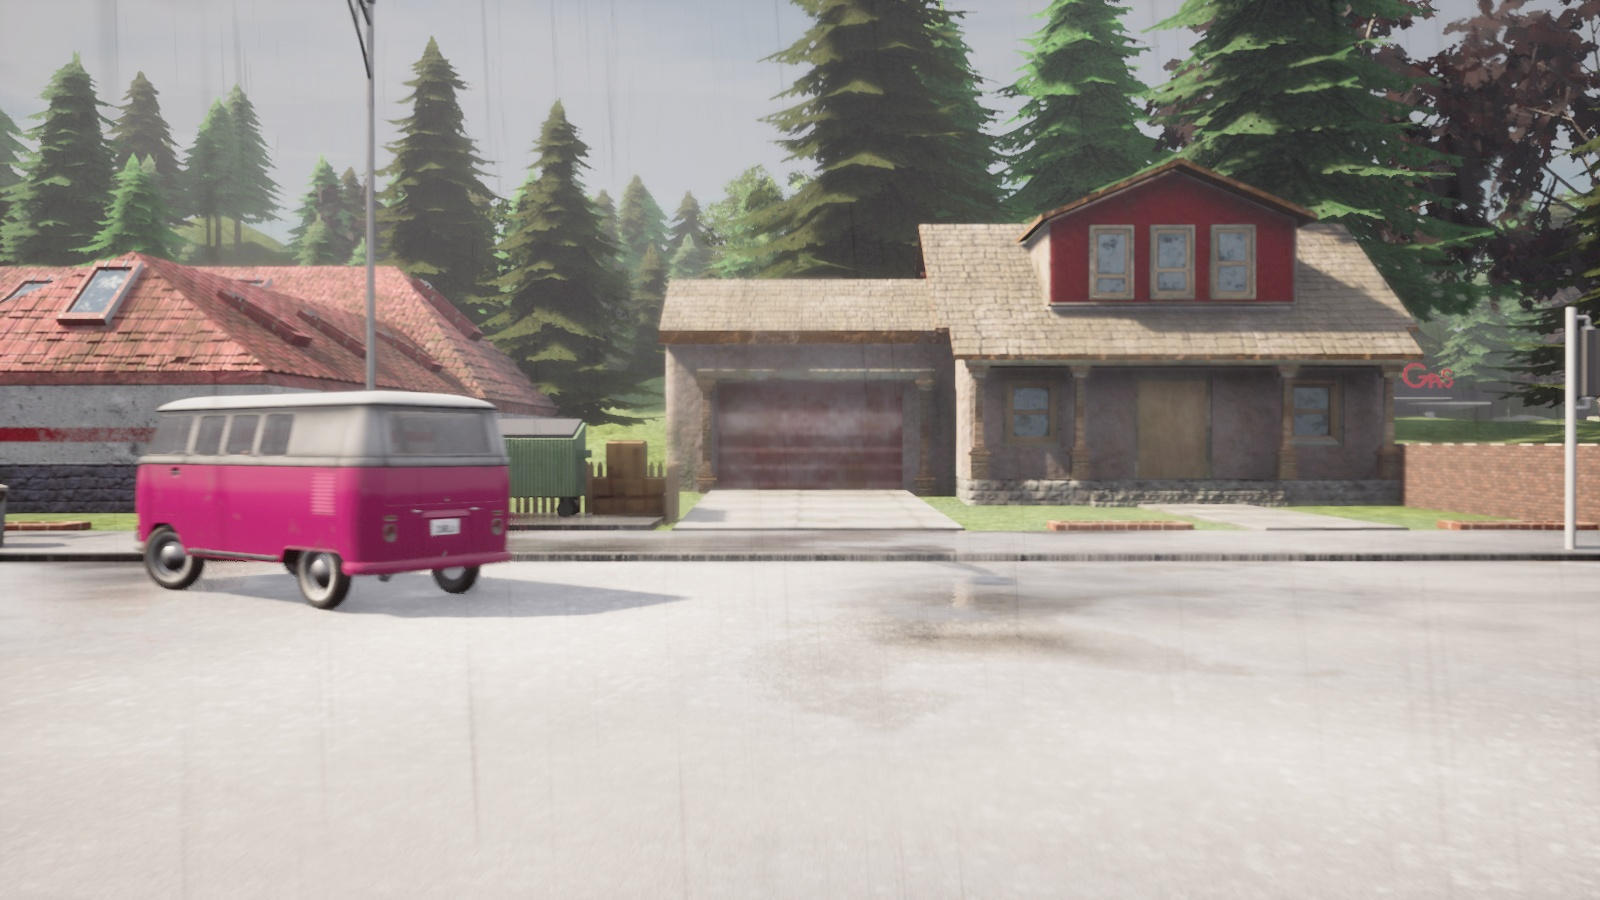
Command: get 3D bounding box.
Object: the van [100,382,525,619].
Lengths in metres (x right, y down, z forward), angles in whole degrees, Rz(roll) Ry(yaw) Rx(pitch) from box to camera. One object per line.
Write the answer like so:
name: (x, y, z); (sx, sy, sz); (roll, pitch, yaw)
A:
van: (-4.952, 0.418, 12.509); (4.442, 1.987, 1.775); (0, 0, 35)
